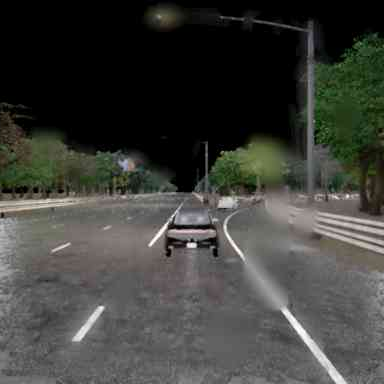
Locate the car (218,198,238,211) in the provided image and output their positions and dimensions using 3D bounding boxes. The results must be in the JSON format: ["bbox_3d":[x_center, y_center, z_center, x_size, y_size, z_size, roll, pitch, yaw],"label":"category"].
[{"bbox_3d":[4.400,1.465,40.233,1.812,1.442,4.674,0,0,18],"label":"car"}]

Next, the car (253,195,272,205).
[{"bbox_3d":[12.094,1.241,57.166,2.097,1.767,4.553,0,0,31],"label":"car"}]

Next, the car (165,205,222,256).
[{"bbox_3d":[0.030,1.470,12.947,2.128,1.511,4.902,0,0,1],"label":"car"}]
